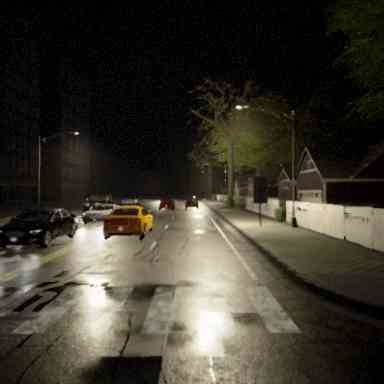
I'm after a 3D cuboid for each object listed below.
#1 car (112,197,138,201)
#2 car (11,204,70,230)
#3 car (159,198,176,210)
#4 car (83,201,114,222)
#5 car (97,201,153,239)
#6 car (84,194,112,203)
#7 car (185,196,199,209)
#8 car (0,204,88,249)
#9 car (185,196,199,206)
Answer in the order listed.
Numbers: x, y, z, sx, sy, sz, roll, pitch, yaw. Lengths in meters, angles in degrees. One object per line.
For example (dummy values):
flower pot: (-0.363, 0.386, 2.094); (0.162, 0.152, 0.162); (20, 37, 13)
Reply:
car: (-6.586, 1.481, 35.059); (2.128, 1.511, 4.902); (0, 0, 0)
car: (-9.845, 1.563, 22.063); (1.994, 1.385, 4.181); (0, 0, 0)
car: (-3.153, 1.509, 42.968); (1.812, 1.442, 4.674); (0, 0, 0)
car: (-6.594, 1.593, 24.722); (1.895, 1.301, 4.718); (0, 0, 0)
car: (-3.151, 1.467, 17.163); (1.882, 1.535, 5.008); (0, 0, 0)
car: (-9.833, 1.216, 35.440); (2.150, 2.045, 5.566); (0, 0, 0)
car: (-0.003, 1.525, 44.093); (2.033, 1.411, 5.357); (0, 0, 0)
car: (-6.596, 1.488, 14.738); (2.128, 1.511, 4.902); (0, 0, 0)
car: (-0.004, 1.474, 54.512); (2.128, 1.511, 4.902); (0, 0, 0)
